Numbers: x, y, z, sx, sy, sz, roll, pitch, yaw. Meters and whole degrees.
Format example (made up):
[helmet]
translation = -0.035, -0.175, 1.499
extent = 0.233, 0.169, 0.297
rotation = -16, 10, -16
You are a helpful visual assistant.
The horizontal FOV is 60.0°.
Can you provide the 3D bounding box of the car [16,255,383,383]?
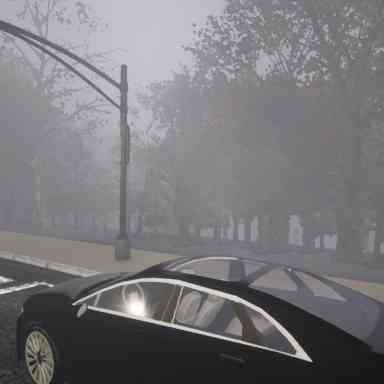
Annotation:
[car]
translation = -0.006, 1.491, 3.705
extent = 4.902, 1.511, 2.128
rotation = 0, 0, 34
